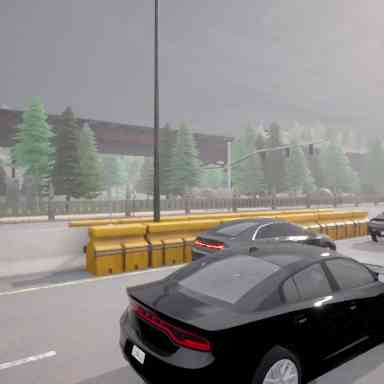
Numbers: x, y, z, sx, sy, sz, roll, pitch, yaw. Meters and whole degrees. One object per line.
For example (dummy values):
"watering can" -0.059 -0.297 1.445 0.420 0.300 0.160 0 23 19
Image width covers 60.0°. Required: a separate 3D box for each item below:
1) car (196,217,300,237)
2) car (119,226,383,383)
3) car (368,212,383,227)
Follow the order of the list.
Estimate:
"car" 2.242 1.505 9.650 4.892 1.490 1.837 0 0 -35
"car" 1.474 1.478 4.798 5.008 1.535 1.882 0 0 -36
"car" 9.909 1.491 15.124 4.902 1.511 2.128 0 0 -36
